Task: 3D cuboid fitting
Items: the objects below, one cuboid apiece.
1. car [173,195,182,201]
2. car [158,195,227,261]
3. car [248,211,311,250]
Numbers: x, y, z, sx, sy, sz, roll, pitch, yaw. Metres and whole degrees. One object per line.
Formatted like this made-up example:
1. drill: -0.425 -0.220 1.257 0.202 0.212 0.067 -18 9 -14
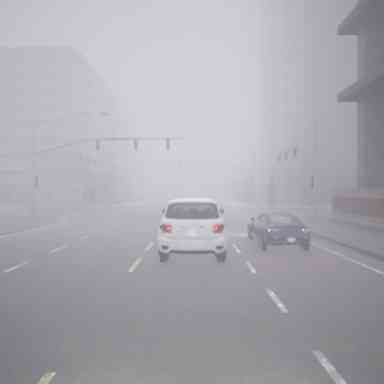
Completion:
1. car: -3.521 1.430 81.463 1.882 1.535 5.008 0 0 1
2. car: 0.039 1.216 12.314 2.150 2.045 5.566 0 0 1
3. car: 3.559 1.517 14.127 1.812 1.442 4.674 0 0 1
